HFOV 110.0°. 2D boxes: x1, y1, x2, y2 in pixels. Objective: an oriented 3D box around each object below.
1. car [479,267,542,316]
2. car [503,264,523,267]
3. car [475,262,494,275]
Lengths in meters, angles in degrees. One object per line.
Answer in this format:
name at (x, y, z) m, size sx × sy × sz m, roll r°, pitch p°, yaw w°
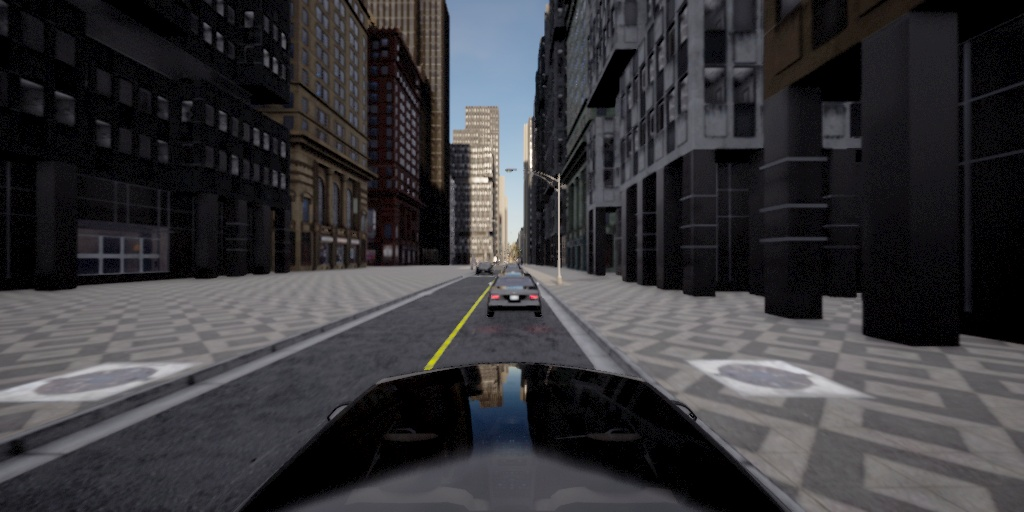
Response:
car at (0.081, 1.321, 13.422) m, size 2.033 × 1.411 × 5.357 m, roll 0°, pitch 0°, yaw 0°
car at (0.085, 1.430, 34.143) m, size 1.994 × 1.385 × 4.181 m, roll 0°, pitch 0°, yaw 0°
car at (-3.105, 1.418, 41.122) m, size 1.837 × 1.490 × 4.892 m, roll 0°, pitch -1°, yaw 0°
